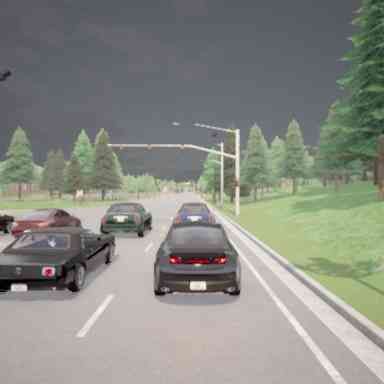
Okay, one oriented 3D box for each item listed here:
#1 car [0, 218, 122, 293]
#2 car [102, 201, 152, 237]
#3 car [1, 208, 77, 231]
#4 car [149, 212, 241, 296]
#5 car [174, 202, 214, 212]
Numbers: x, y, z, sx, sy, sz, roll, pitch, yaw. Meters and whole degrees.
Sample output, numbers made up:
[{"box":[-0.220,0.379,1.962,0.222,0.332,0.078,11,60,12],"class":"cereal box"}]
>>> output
[{"box":[-3.390,1.592,8.775,1.895,1.301,4.718,0,0,0],"class":"car"},{"box":[-3.380,1.334,17.858,2.097,1.767,4.553,0,0,0],"class":"car"},{"box":[-6.882,1.509,16.116,1.812,1.442,4.674,0,0,0],"class":"car"},{"box":[0.110,1.496,8.620,1.837,1.490,4.892,0,0,0],"class":"car"},{"box":[0.119,1.334,17.714,2.097,1.767,4.553,0,0,0],"class":"car"}]
